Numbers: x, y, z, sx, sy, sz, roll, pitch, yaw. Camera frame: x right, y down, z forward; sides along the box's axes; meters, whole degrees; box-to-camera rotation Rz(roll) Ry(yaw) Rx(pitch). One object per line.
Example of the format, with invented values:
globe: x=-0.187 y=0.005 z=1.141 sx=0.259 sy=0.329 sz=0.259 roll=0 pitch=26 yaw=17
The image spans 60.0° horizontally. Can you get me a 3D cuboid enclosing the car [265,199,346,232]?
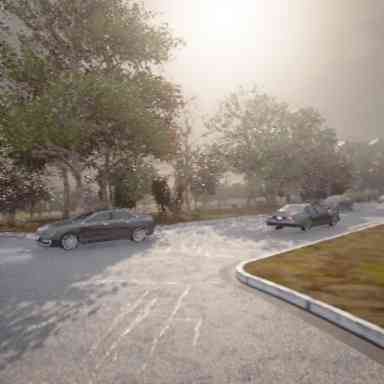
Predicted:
car: x=6.270 y=1.324 z=18.535 sx=5.357 sy=1.411 sz=2.033 roll=-1 pitch=1 yaw=-42

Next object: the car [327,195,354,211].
car: x=13.455 y=1.090 z=30.923 sx=1.837 sy=1.490 sz=4.892 roll=0 pitch=1 yaw=44

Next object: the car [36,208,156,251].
car: x=-3.894 y=1.459 z=14.055 sx=4.892 sy=1.490 sz=1.837 roll=-1 pitch=2 yaw=-35

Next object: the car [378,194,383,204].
car: x=25.895 y=0.847 z=43.526 sx=1.812 sy=1.442 sz=4.674 roll=0 pitch=1 yaw=44
